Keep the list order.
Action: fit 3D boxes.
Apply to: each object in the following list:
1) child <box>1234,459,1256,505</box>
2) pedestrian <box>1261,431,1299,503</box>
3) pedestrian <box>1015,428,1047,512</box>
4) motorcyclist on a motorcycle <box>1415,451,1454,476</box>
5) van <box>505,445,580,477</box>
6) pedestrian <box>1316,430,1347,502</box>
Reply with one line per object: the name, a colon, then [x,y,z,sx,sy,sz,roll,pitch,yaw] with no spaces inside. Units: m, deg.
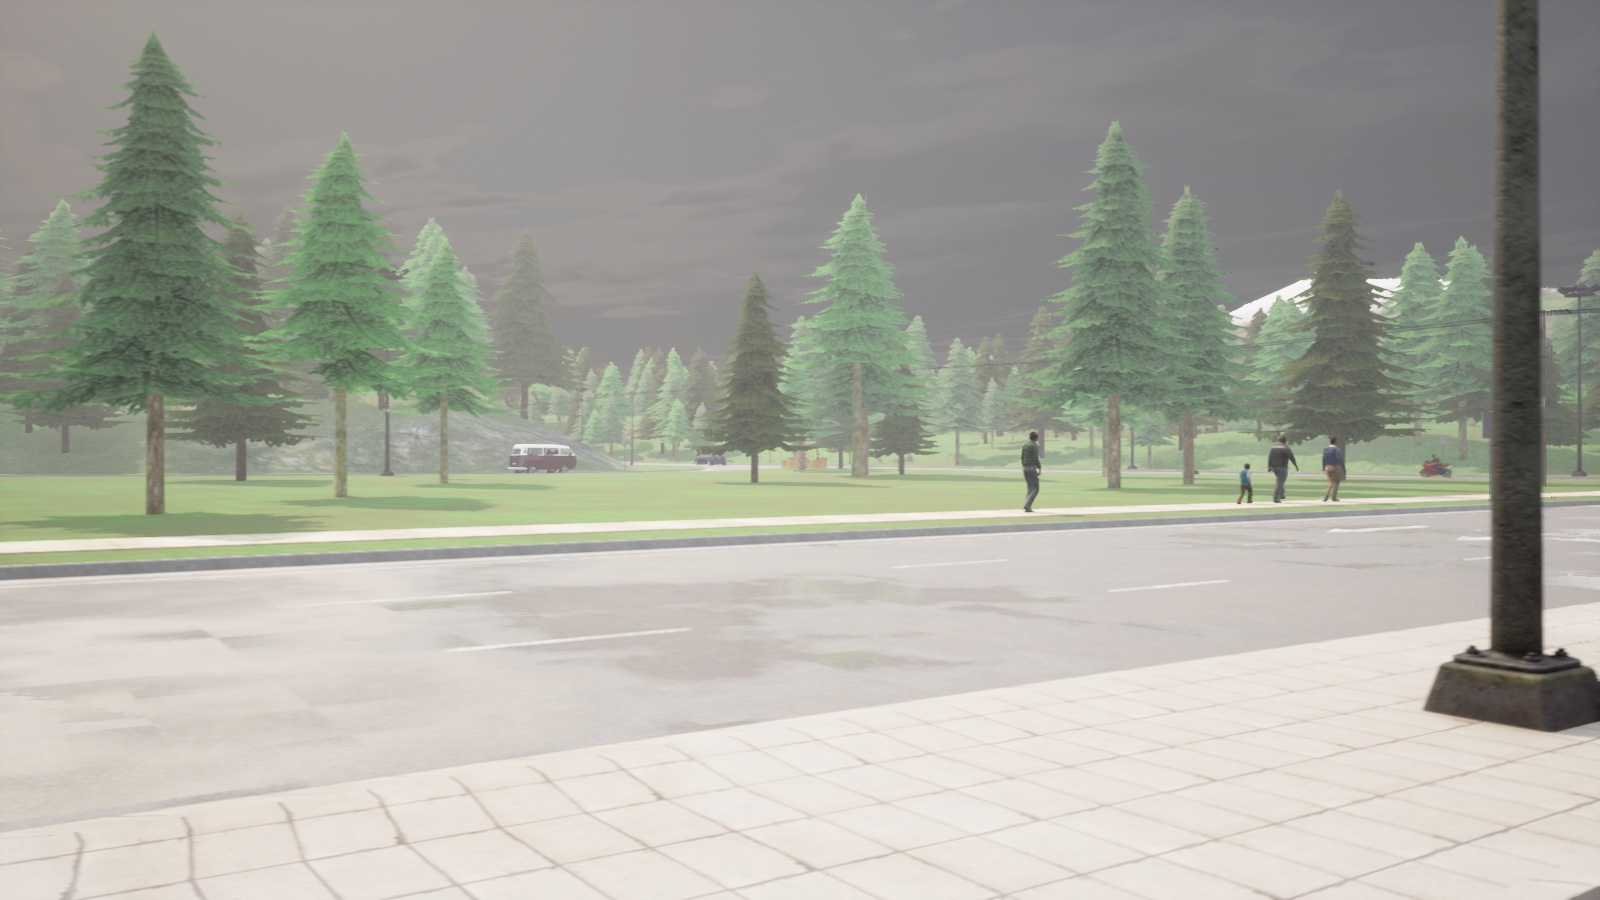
child: [11.644,0.821,32.855,0.448,1.192,0.343,0,0,-37]
pedestrian: [12.769,0.440,33.402,0.849,1.883,0.563,0,0,-33]
pedestrian: [5.137,0.442,27.911,0.614,1.847,0.353,0,0,-32]
motorcyclist on a motorcycle: [39.261,0.837,77.754,0.797,1.523,2.044,0,0,-34]
van: [-17.086,0.710,83.476,4.480,2.038,2.069,0,0,-43]
pedestrian: [14.535,0.438,34.351,0.788,1.949,0.423,0,0,-33]
